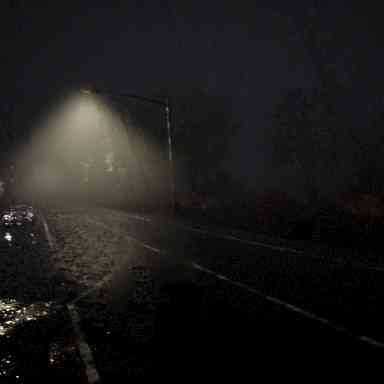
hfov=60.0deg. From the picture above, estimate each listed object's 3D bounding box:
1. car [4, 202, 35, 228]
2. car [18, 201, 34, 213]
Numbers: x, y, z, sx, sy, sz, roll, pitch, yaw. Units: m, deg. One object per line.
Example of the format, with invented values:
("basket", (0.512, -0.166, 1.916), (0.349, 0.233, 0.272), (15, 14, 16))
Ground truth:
("car", (-14.209, 1.884, 27.515), (2.097, 1.767, 4.553), (-4, 1, -25))
("car", (-25.457, 2.283, 51.240), (1.882, 1.535, 5.008), (-5, 1, -24))
